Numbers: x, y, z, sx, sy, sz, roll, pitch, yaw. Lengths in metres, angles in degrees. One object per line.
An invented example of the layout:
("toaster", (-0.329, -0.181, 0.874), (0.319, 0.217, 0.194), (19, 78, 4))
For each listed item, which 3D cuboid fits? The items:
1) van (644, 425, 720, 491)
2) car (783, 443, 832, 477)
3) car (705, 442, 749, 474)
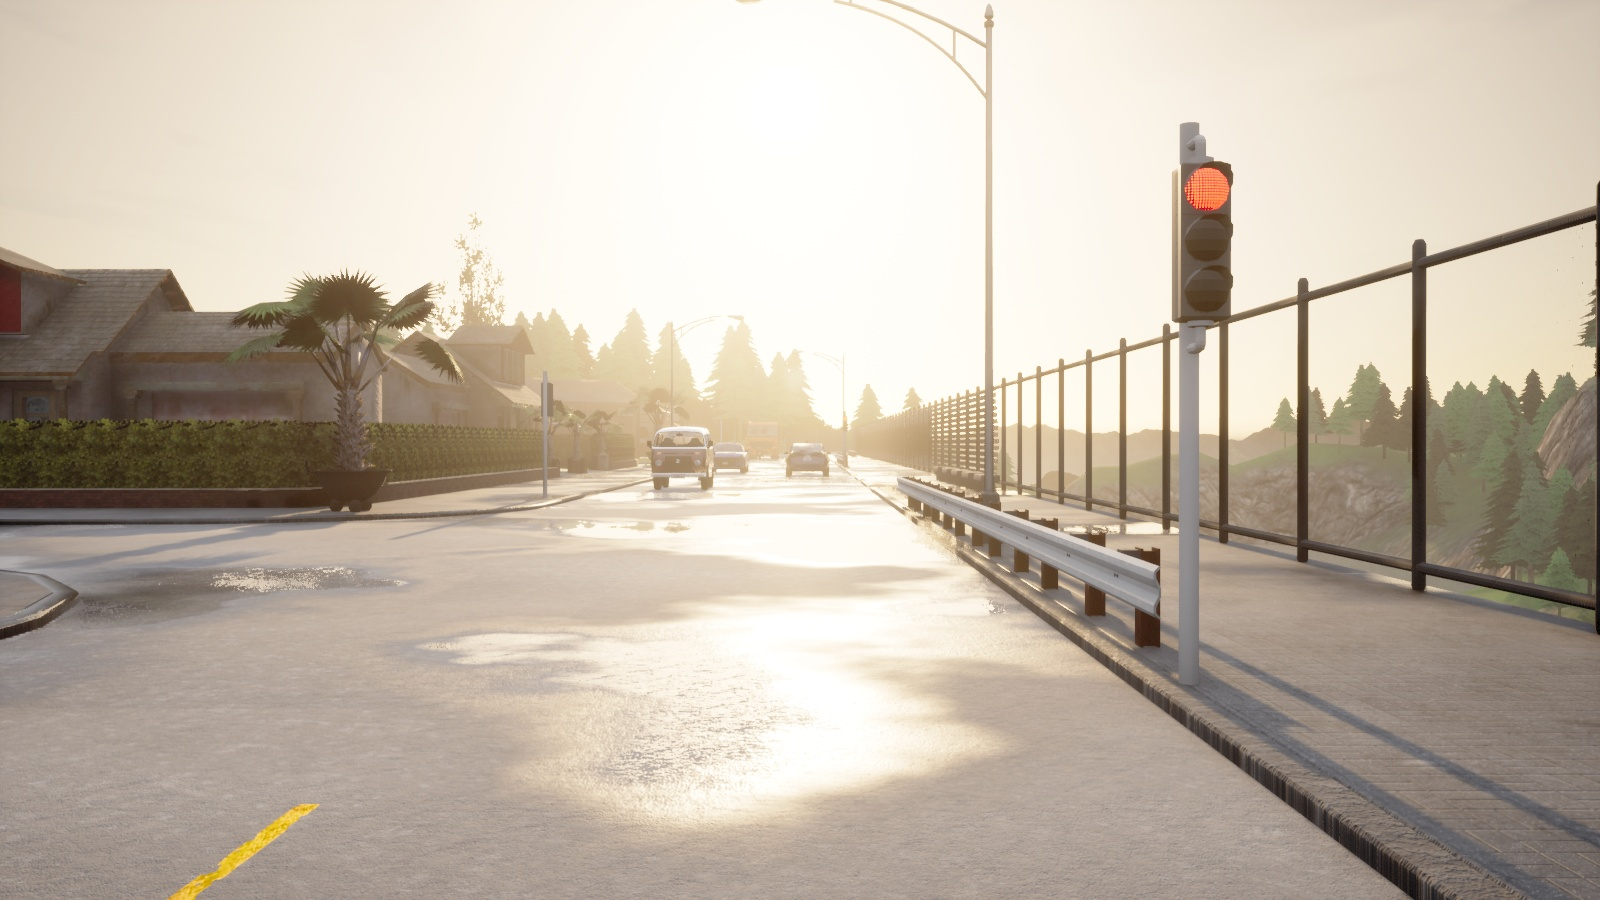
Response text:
("van", (-3.779, 0.236, 40.949), (2.069, 2.038, 4.480), (0, 0, 0))
("car", (0.337, 0.424, 57.103), (2.163, 1.488, 4.792), (0, 0, 0))
("car", (-3.622, 0.363, 63.380), (1.882, 1.535, 5.008), (0, 0, 1))
